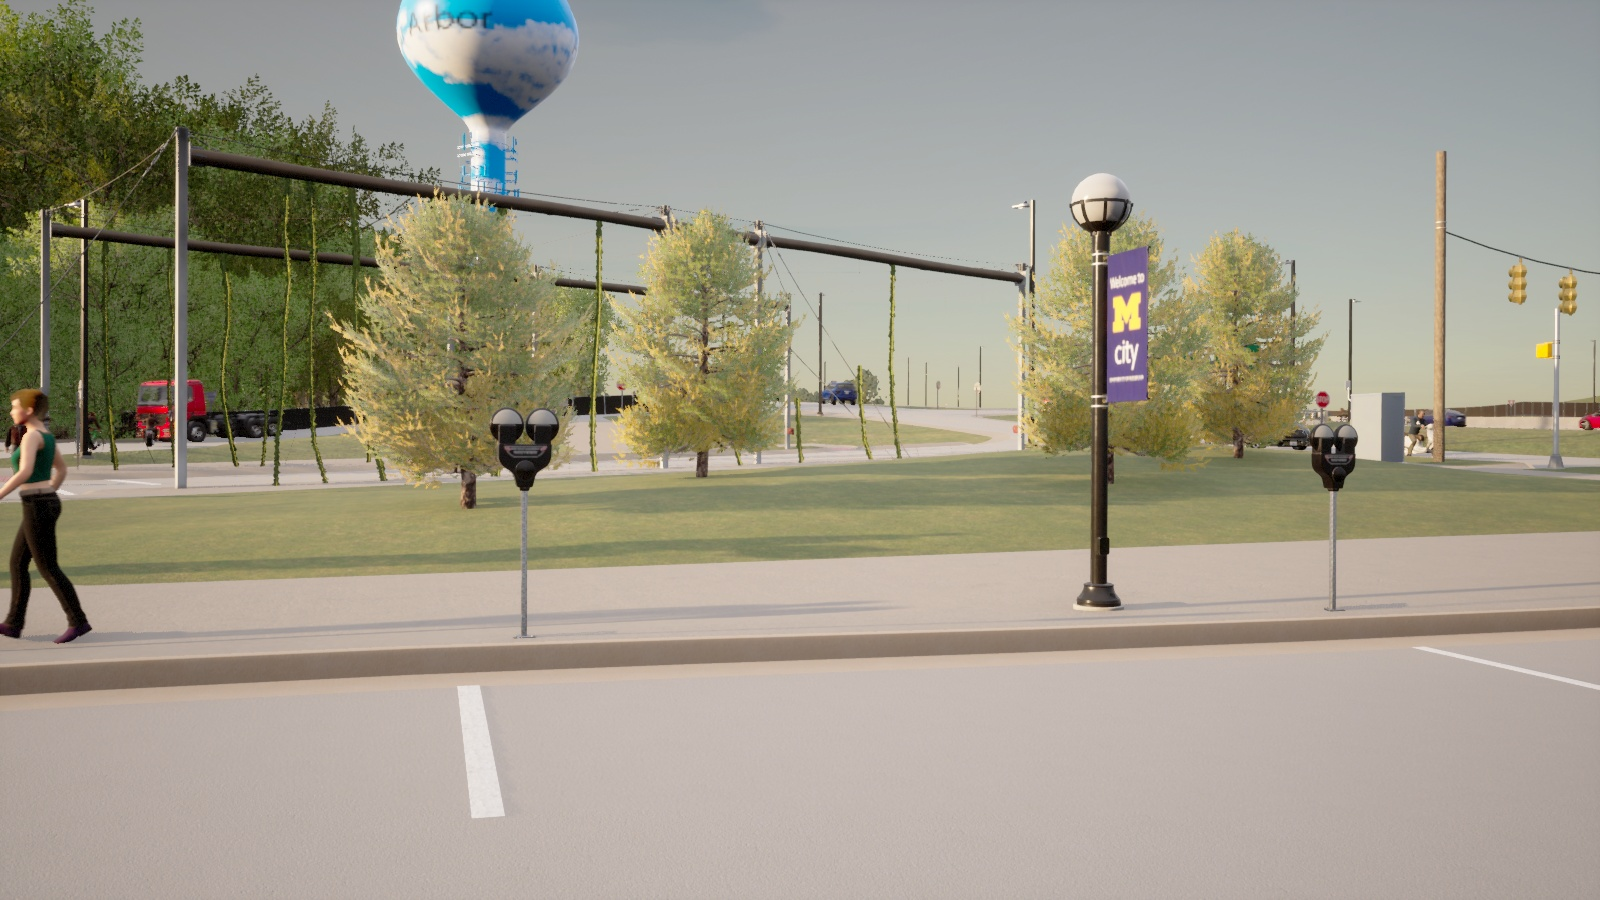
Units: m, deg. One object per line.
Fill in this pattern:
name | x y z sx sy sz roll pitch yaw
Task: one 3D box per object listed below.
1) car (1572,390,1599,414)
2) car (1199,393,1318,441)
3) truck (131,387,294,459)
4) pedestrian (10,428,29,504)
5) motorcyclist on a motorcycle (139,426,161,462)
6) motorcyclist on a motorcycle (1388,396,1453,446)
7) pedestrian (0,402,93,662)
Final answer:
car | 52.143 -3.091 80.267 2.007 1.525 4.514 -1 2 -17
car | 17.805 -1.287 49.000 2.097 1.767 4.553 -1 2 -15
truck | -32.360 -1.576 69.549 2.891 3.462 7.936 -1 4 25
pedestrian | -19.440 0.388 31.281 0.376 1.854 0.720 -1 0 -31
motorcyclist on a motorcycle | -30.833 -0.304 59.617 0.766 1.649 2.350 0 1 -23
motorcyclist on a motorcycle | 20.240 -0.942 40.988 0.866 1.590 1.817 -1 2 -19
pedestrian | -5.532 0.578 9.126 0.594 1.836 0.345 -1 0 -18
